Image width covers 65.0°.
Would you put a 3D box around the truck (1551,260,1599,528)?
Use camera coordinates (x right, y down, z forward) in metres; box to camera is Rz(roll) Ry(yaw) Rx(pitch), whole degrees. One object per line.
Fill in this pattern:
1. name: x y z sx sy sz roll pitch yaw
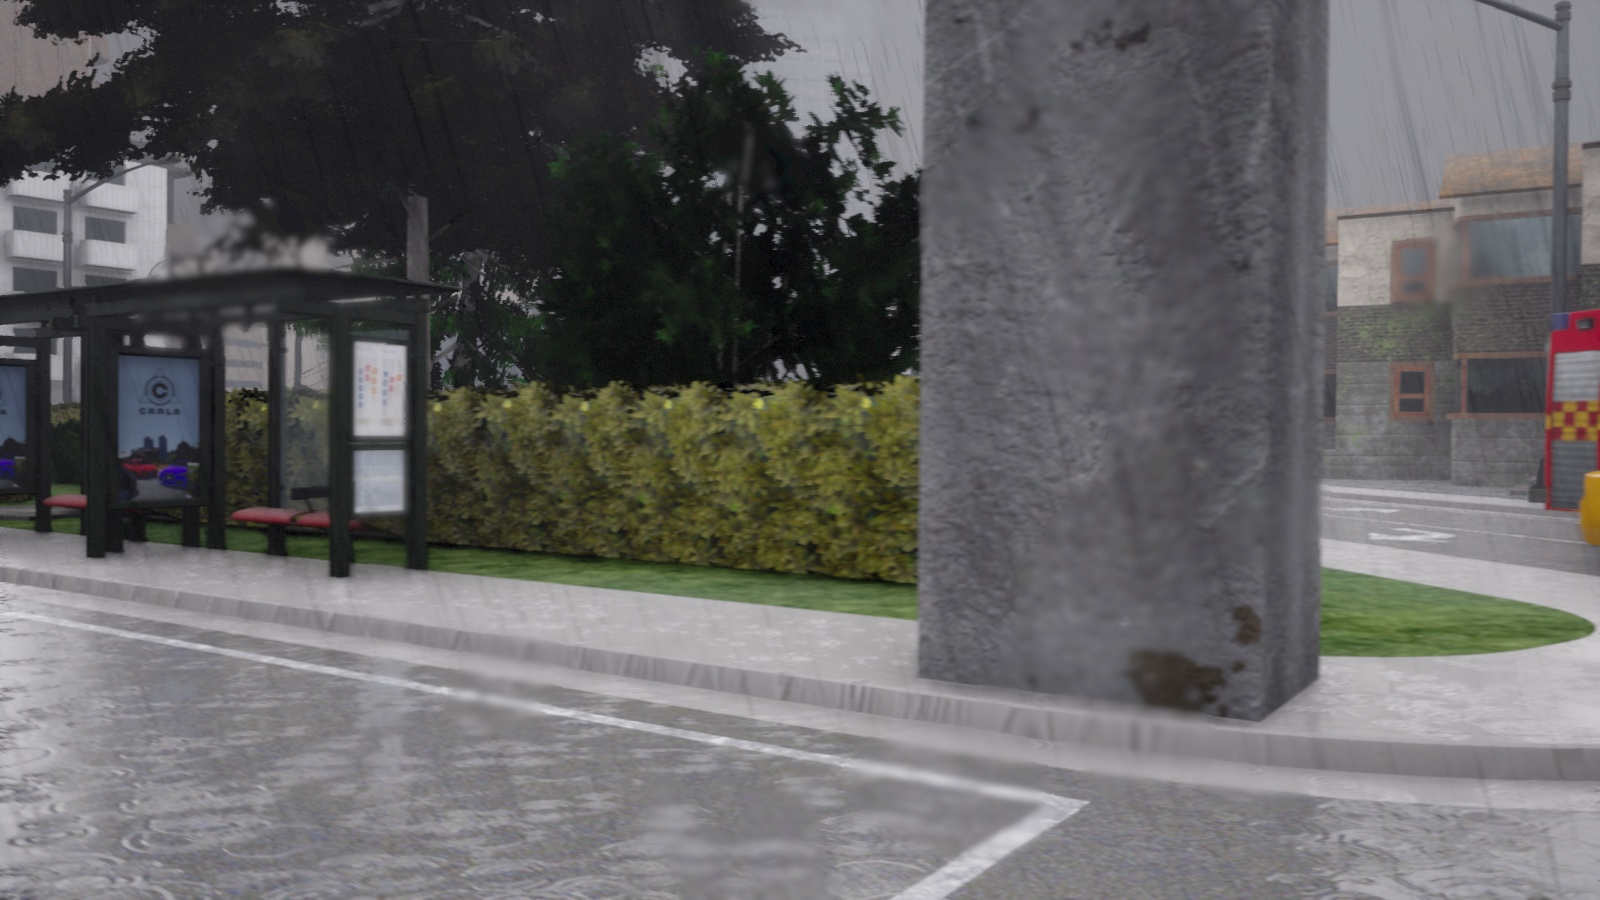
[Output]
1. truck: 13.548 -0.763 14.978 2.891 3.827 8.468 -1 1 -12

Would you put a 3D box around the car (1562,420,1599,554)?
1. car: 10.474 0.442 12.641 1.882 1.535 5.008 -1 1 -12
